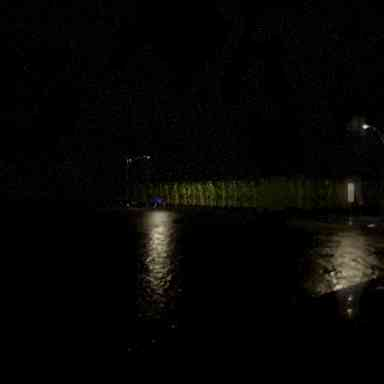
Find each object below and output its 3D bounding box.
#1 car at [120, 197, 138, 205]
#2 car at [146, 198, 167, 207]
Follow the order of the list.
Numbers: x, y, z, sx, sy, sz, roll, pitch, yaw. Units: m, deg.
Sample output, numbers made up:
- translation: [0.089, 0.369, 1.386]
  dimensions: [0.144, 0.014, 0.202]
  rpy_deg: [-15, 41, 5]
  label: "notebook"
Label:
- translation: [-11.819, 1.689, 62.120]
  dimensions: [1.837, 1.490, 4.892]
  rpy_deg: [-1, 0, -36]
  label: "car"
- translation: [-5.737, 1.669, 53.928]
  dimensions: [1.812, 1.442, 4.674]
  rpy_deg: [-1, 0, -36]
  label: "car"
